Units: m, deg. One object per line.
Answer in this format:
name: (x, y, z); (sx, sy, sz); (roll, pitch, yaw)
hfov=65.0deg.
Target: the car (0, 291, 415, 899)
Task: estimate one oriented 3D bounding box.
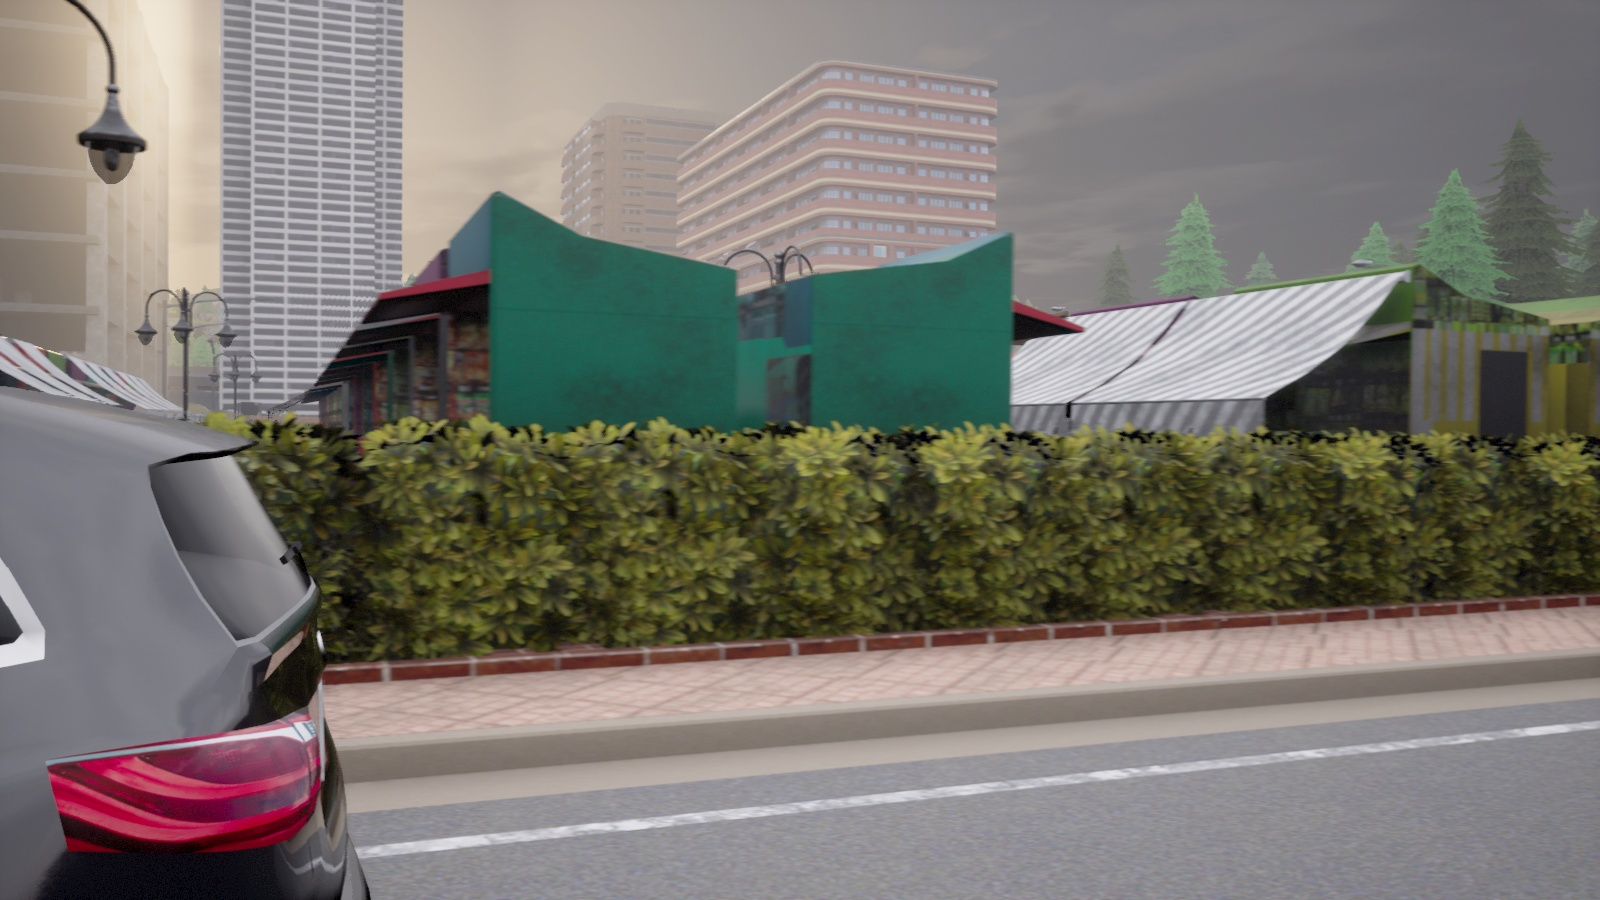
car: (-3.114, 0.643, 2.055); (4.611, 1.667, 2.242); (-1, 1, -21)
